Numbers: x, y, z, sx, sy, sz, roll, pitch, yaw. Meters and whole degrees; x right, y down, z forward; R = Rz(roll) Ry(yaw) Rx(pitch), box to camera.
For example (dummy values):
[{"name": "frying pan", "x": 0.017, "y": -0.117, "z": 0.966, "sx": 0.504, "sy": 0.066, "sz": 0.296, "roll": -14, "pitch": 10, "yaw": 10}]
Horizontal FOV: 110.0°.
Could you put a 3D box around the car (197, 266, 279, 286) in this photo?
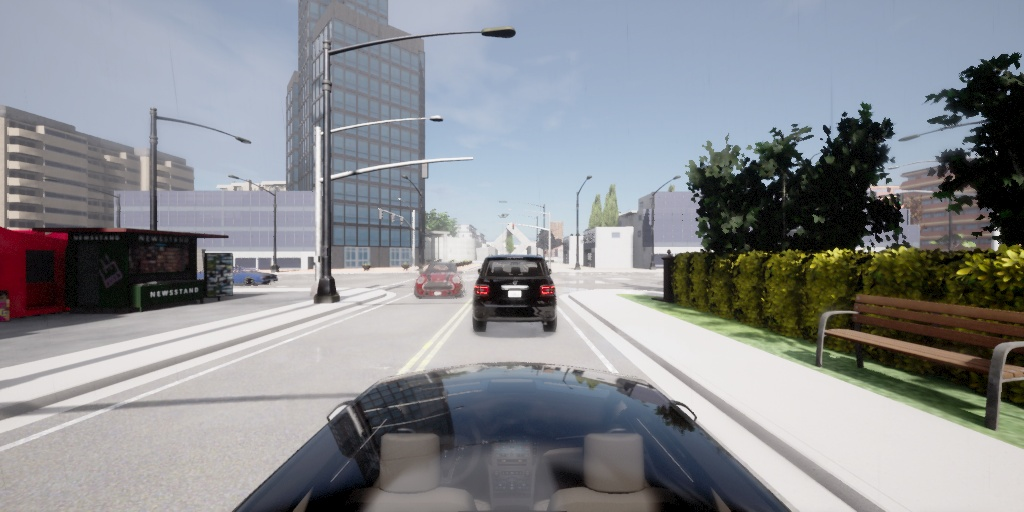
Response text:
[{"name": "car", "x": -20.141, "y": 1.443, "z": 26.077, "sx": 5.357, "sy": 1.411, "sz": 2.033, "roll": -1, "pitch": 0, "yaw": -1}]

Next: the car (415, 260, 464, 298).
[{"name": "car", "x": -3.564, "y": 1.106, "z": 18.362, "sx": 2.097, "sy": 1.767, "sz": 4.553, "roll": 0, "pitch": 0, "yaw": -6}]

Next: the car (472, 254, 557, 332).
[{"name": "car", "x": 0.082, "y": 0.971, "z": 10.991, "sx": 2.150, "sy": 2.045, "sz": 5.566, "roll": 0, "pitch": 0, "yaw": 0}]
